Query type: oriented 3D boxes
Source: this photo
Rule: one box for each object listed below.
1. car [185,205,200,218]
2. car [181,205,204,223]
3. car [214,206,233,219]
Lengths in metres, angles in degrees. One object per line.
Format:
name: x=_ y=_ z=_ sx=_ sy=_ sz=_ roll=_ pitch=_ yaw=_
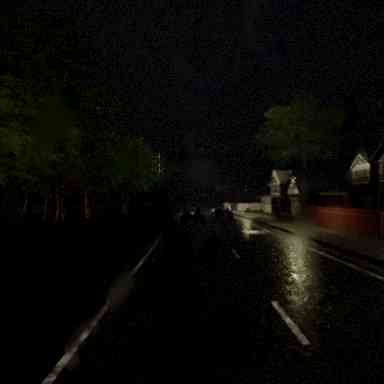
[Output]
car: x=0.061 y=2.462 z=42.503 sx=1.812 sy=1.442 sz=4.674 roll=0 pitch=-1 yaw=0
car: x=0.078 y=2.006 z=31.760 sx=2.097 sy=1.767 sz=4.553 roll=0 pitch=-1 yaw=0
car: x=3.581 y=2.308 z=38.077 sx=2.128 sy=1.511 sz=4.902 roll=0 pitch=-1 yaw=0
